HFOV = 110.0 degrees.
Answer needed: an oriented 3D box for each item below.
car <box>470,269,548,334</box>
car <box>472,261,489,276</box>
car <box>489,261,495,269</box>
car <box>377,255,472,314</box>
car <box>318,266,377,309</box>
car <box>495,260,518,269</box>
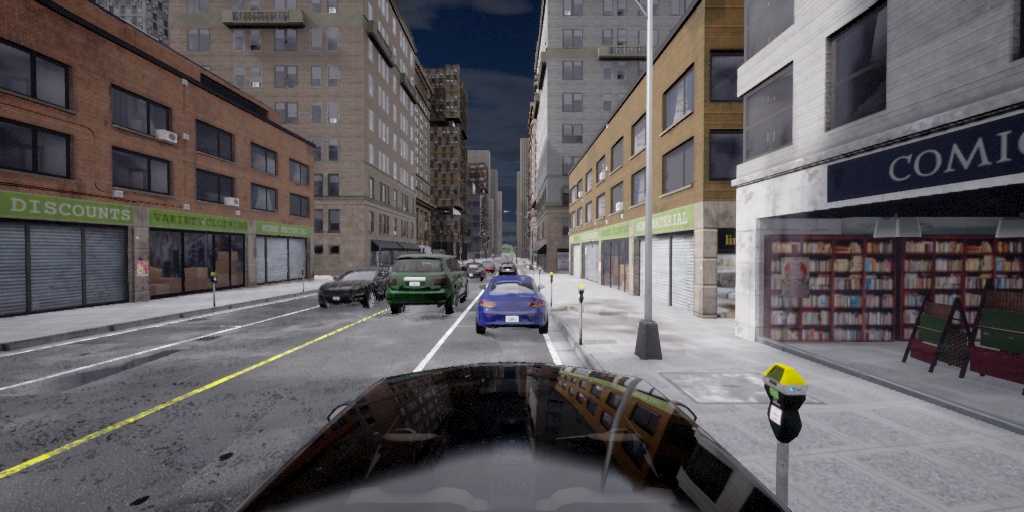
[{"bbox_3d":[0.004,1.274,10.501,1.812,1.442,4.674,0,0,0],"label":"car"},{"bbox_3d":[-3.143,1.274,29.474,1.812,1.442,4.674,0,0,0],"label":"car"},{"bbox_3d":[-3.045,1.316,43.453,1.994,1.385,4.181,0,0,0],"label":"car"},{"bbox_3d":[-3.043,0.969,13.896,2.150,2.045,5.566,0,0,0],"label":"car"},{"bbox_3d":[-6.246,1.225,15.228,1.882,1.535,5.008,0,0,0],"label":"car"},{"bbox_3d":[-0.383,1.315,34.934,1.948,1.339,4.313,0,0,0],"label":"car"}]
